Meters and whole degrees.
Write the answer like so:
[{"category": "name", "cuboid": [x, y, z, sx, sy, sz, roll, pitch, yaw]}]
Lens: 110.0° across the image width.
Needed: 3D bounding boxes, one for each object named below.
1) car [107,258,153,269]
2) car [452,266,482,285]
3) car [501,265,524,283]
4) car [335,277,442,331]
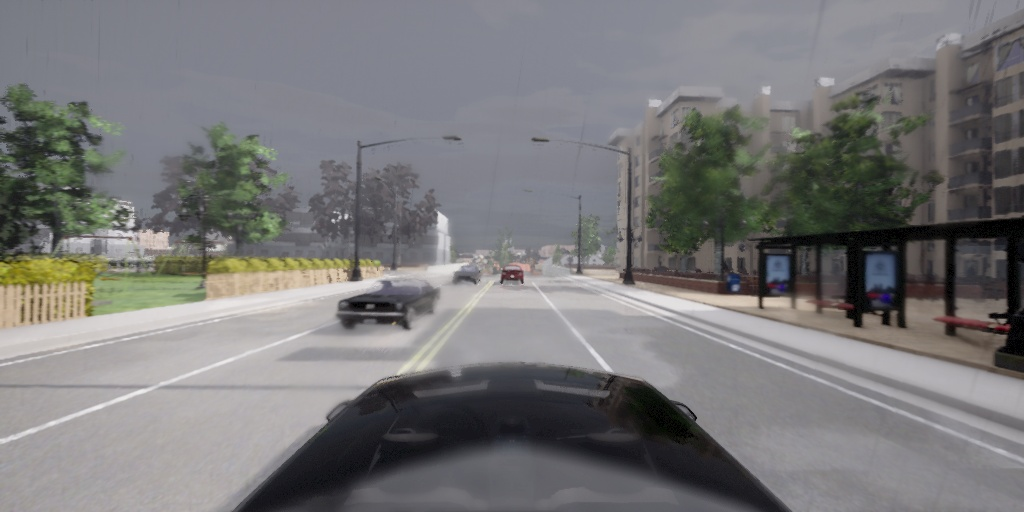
[{"category": "car", "cuboid": [-45.665, 0.897, 42.533, 4.718, 1.301, 1.895, 1, -1, 0]}, {"category": "car", "cuboid": [-3.484, 1.477, 28.767, 2.033, 1.411, 5.357, 1, -1, 0]}, {"category": "car", "cuboid": [0.027, 1.493, 31.159, 1.882, 1.535, 5.008, 1, -1, 0]}, {"category": "car", "cuboid": [-3.585, 1.372, 11.282, 1.895, 1.301, 4.718, 1, 0, 0]}]
